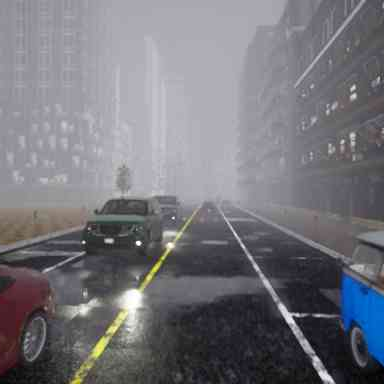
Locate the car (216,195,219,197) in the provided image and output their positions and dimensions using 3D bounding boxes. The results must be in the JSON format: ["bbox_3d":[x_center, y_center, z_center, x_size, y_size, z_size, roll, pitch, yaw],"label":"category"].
[{"bbox_3d":[2.456,1.597,48.123,2.128,1.511,4.902,1,0,3],"label":"car"}]

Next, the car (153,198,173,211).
[{"bbox_3d":[-3.605,1.546,42.014,1.752,1.417,4.829,1,0,3],"label":"car"}]

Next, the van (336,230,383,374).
[{"bbox_3d":[2.793,1.378,3.077,1.690,1.788,3.998,1,0,3],"label":"van"}]

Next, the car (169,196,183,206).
[{"bbox_3d":[-2.746,1.505,58.761,1.967,1.590,4.097,1,0,3],"label":"car"}]

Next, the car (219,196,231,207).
[{"bbox_3d":[5.339,1.700,52.805,2.008,1.369,4.403,1,0,3],"label":"car"}]

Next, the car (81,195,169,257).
[{"bbox_3d":[-2.477,1.209,13.341,2.150,2.045,5.566,1,0,3],"label":"car"}]

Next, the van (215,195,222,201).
[{"bbox_3d":[7.322,1.609,91.483,1.690,1.788,3.998,1,0,3],"label":"van"}]

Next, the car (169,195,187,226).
[{"bbox_3d":[-1.916,1.231,24.007,2.150,2.045,5.566,1,0,4],"label":"car"}]

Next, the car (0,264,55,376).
[{"bbox_3d":[-3.005,1.494,3.077,1.812,1.442,4.674,1,0,5],"label":"car"}]

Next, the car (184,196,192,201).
[{"bbox_3d":[-1.049,1.751,91.913,1.802,1.307,4.206,1,0,3],"label":"car"}]

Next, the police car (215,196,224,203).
[{"bbox_3d":[6.087,1.629,73.704,1.930,1.638,5.238,1,0,3],"label":"police car"}]

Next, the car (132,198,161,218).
[{"bbox_3d":[-4.162,1.435,31.133,1.967,1.590,4.097,1,0,3],"label":"car"}]

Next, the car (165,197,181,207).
[{"bbox_3d":[-3.030,1.601,53.235,2.008,1.369,4.403,1,0,3],"label":"car"}]

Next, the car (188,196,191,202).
[{"bbox_3d":[-1.623,1.656,80.691,1.752,1.417,4.829,1,0,3],"label":"car"}]

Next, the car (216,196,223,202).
[{"bbox_3d":[7.036,1.830,85.958,1.802,1.307,4.206,1,0,3],"label":"car"}]

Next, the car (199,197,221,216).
[{"bbox_3d":[1.726,1.595,33.860,1.812,1.442,4.674,1,0,3],"label":"car"}]
